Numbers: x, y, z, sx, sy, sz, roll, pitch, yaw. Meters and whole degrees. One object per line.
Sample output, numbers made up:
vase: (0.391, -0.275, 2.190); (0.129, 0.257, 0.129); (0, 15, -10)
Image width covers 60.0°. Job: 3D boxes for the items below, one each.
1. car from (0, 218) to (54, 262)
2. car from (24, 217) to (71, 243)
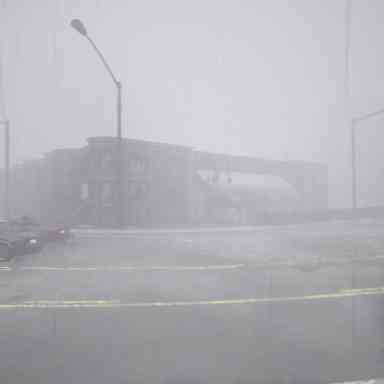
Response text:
car: (-8.031, 1.877, 13.090); (4.181, 1.385, 1.994); (-1, -1, 10)
car: (-8.330, 1.955, 16.876); (4.181, 1.385, 1.994); (-1, -1, 13)
